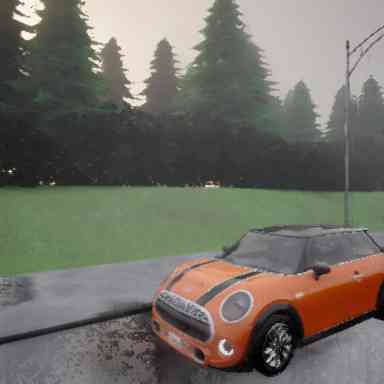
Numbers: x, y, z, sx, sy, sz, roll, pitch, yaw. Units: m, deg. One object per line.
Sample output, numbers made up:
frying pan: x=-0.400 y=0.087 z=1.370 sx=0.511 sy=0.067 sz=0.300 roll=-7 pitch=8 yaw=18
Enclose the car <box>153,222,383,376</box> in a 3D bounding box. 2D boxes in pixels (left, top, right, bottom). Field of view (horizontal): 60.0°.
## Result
car: x=1.606 y=1.390 z=5.748 sx=4.553 sy=1.767 sz=2.097 roll=0 pitch=0 yaw=-35
